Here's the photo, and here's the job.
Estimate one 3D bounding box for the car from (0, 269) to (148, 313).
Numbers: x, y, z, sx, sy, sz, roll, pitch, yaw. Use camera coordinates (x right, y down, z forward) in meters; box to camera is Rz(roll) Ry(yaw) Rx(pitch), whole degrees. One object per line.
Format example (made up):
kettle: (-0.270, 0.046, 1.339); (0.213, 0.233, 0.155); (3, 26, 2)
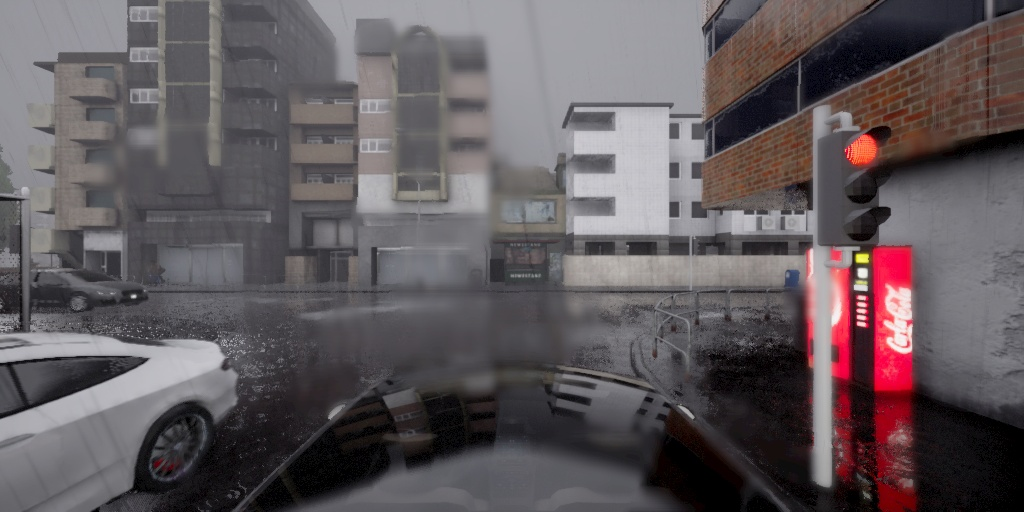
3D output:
car: (-16.520, 1.254, 13.351); (4.892, 1.490, 1.837); (0, 0, 0)

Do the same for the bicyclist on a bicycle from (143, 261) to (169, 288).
bicyclist on a bicycle: (-21.609, 1.099, 21.745); (0.582, 1.620, 1.656); (0, 0, 0)

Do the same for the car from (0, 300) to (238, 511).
car: (-3.822, 1.276, 1.868); (1.812, 1.442, 4.674); (0, 0, 2)
